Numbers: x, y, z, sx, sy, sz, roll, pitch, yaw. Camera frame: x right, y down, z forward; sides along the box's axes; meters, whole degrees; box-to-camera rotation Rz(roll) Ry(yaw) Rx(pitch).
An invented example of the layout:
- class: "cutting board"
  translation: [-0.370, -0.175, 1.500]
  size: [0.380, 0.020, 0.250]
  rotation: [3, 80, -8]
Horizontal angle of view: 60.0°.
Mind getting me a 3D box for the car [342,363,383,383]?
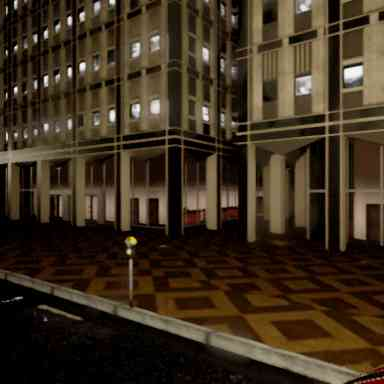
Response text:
- class: "car"
  translation: [2.448, 1.445, 1.132]
  size: [4.097, 1.590, 1.967]
  rotation: [0, 0, 36]
